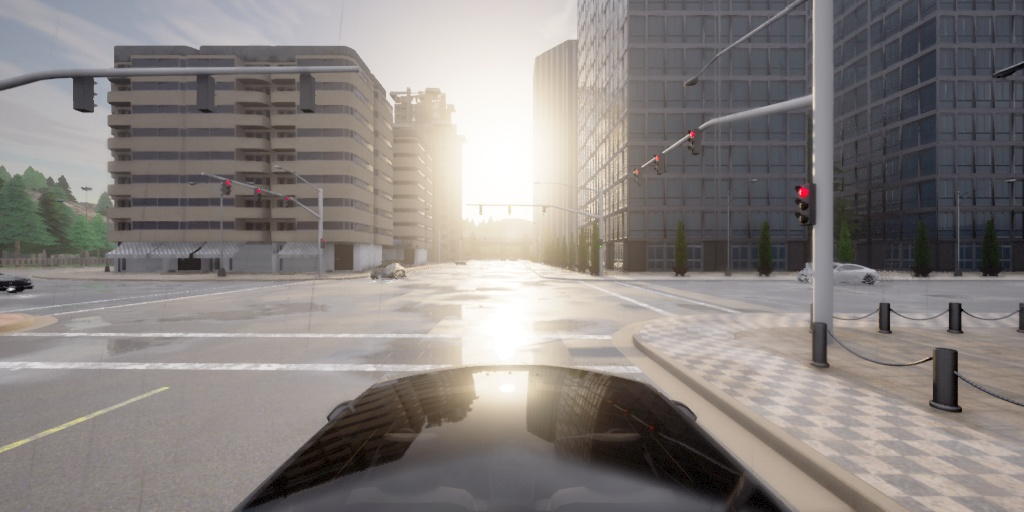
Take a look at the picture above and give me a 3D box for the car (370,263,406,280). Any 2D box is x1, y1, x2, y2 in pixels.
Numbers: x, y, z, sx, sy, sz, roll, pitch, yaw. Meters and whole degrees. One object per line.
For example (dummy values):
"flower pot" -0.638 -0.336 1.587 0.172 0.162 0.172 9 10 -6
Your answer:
"car" -10.478 1.324 30.693 1.812 1.442 4.674 0 0 0

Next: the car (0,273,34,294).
"car" -27.200 1.242 17.724 5.357 1.411 2.033 0 0 3

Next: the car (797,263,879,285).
"car" 22.141 1.220 24.412 4.674 1.442 1.812 0 0 0
